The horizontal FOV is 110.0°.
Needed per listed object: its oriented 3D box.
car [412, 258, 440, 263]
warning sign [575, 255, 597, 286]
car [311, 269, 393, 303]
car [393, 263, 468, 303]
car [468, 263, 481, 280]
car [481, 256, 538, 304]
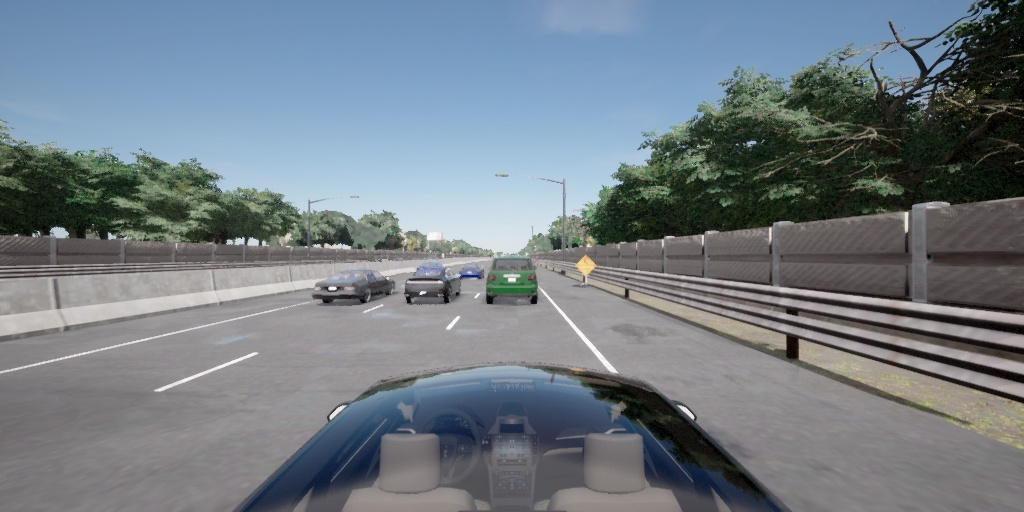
[{"bbox_3d":[-7.000,1.228,31.501,1.882,1.535,5.008,0,0,0],"label":"car"},{"bbox_3d":[4.550,0.862,22.021,1.300,1.860,1.060,0,0,0],"label":"warning sign"},{"bbox_3d":[-7.000,1.313,16.500,2.033,1.411,5.357,0,0,0],"label":"car"},{"bbox_3d":[-3.500,1.245,16.501,2.128,1.511,4.902,0,0,0],"label":"car"},{"bbox_3d":[-3.500,1.315,31.501,1.994,1.385,4.181,0,0,0],"label":"car"},{"bbox_3d":[0.000,1.008,16.531,2.150,2.045,5.566,0,0,0],"label":"car"}]
